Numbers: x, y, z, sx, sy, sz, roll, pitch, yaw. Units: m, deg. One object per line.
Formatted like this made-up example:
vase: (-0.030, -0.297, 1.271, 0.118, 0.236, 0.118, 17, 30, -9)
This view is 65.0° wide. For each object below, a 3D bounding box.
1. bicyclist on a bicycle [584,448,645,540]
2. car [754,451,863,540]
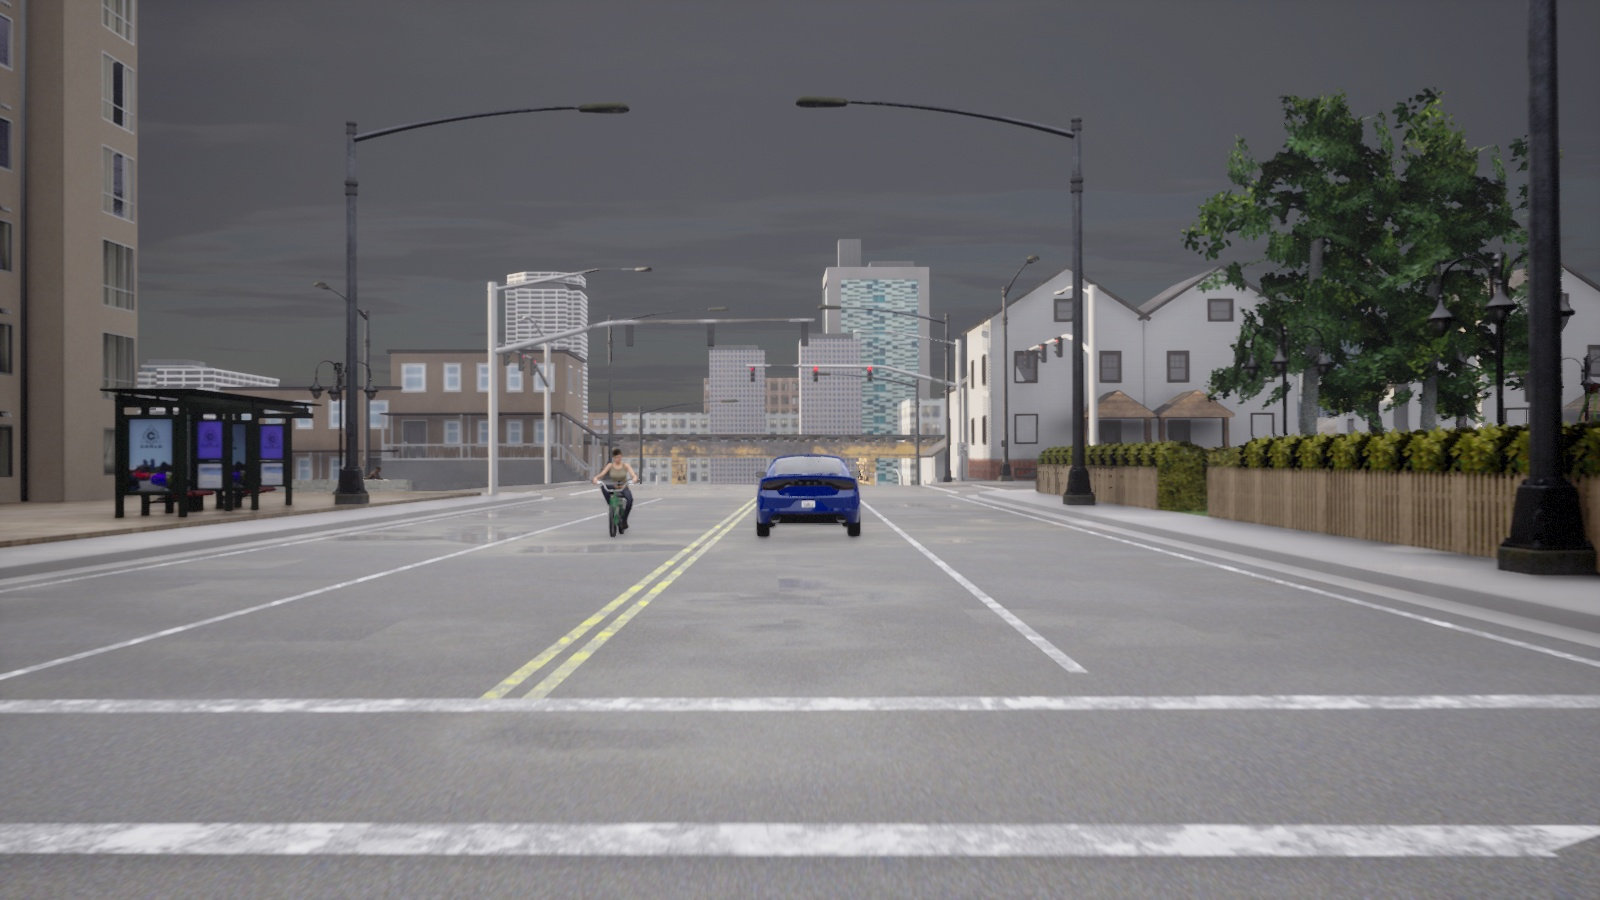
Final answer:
bicyclist on a bicycle: (-3.342, 0.772, 22.749, 0.866, 1.612, 1.509, 0, 0, 1)
car: (0.162, 0.813, 24.270, 1.882, 1.535, 5.008, 0, 0, 0)
